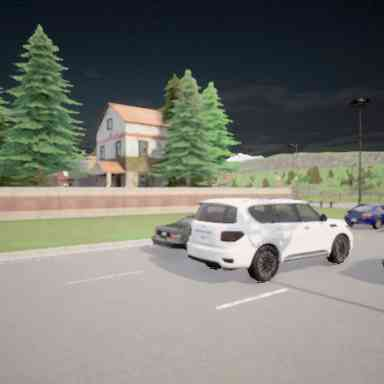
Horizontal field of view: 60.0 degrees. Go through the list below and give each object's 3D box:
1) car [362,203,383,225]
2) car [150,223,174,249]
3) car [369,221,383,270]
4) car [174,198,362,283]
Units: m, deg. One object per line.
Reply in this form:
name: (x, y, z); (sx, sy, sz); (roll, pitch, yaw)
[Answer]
car: (11.170, 1.432, 20.454); (4.674, 1.442, 1.812); (0, 0, -36)
car: (1.044, 1.509, 13.146); (5.357, 1.411, 2.033); (0, 0, -36)
car: (7.139, 1.498, 8.912); (5.357, 1.411, 2.033); (0, 0, -36)
car: (2.456, 1.187, 9.860); (5.566, 2.045, 2.150); (0, 0, -36)
